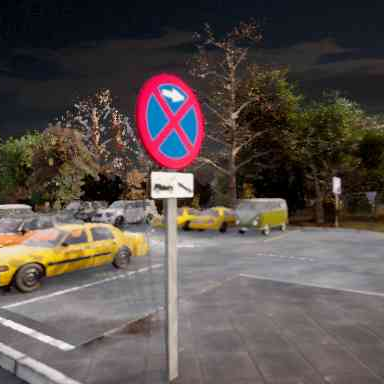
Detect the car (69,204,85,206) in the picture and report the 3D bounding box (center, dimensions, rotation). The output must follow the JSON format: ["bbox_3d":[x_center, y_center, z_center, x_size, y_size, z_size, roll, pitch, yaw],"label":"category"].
[{"bbox_3d":[-7.324,1.987,27.491,2.231,1.521,4.892,-2,-1,35],"label":"car"}]

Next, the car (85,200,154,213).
[{"bbox_3d":[-5.054,1.642,25.881,2.435,2.045,5.566,-2,-1,35],"label":"car"}]

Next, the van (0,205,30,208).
[{"bbox_3d":[-8.301,1.535,13.338,1.878,1.987,4.442,-2,-1,35],"label":"van"}]

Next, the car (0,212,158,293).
[{"bbox_3d":[-3.602,1.615,9.660,1.946,1.575,5.366,-2,-1,35],"label":"car"}]

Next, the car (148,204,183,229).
[{"bbox_3d":[-0.253,1.730,22.760,1.946,1.575,5.366,-2,-1,35],"label":"car"}]

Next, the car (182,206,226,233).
[{"bbox_3d":[1.922,1.665,21.228,1.946,1.575,5.366,-2,-1,35],"label":"car"}]

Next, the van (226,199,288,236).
[{"bbox_3d":[4.027,1.381,19.375,1.878,1.987,4.442,-2,-1,35],"label":"van"}]

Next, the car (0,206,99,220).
[{"bbox_3d":[-5.865,1.556,11.518,2.185,1.767,4.553,-2,-1,35],"label":"car"}]

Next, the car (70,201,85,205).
[{"bbox_3d":[-9.532,1.828,29.004,2.435,2.045,5.566,-2,-1,35],"label":"car"}]
